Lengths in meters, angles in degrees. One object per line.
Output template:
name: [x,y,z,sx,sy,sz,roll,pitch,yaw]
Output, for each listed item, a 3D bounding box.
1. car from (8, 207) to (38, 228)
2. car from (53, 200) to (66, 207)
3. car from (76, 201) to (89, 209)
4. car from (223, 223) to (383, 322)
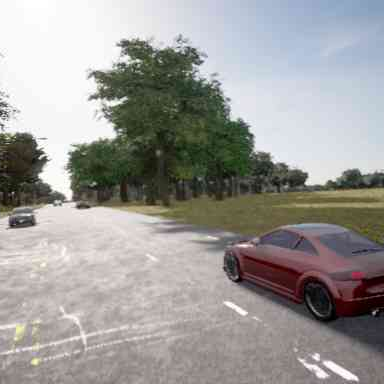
car: [-14.135,2.064,27.972,1.837,1.490,4.892,-4,1,-23]
car: [-31.230,2.678,77.530,2.128,1.511,4.902,-4,0,-21]
car: [-18.960,2.166,57.409,1.895,1.301,4.718,-4,1,-23]
car: [2.310,1.356,6.970,1.994,1.385,4.181,-4,1,-23]
